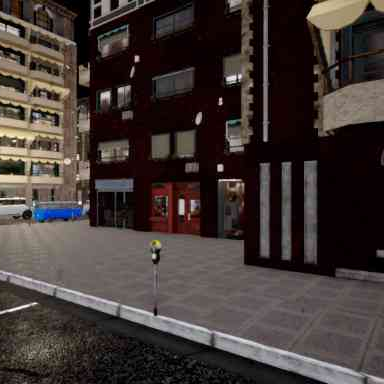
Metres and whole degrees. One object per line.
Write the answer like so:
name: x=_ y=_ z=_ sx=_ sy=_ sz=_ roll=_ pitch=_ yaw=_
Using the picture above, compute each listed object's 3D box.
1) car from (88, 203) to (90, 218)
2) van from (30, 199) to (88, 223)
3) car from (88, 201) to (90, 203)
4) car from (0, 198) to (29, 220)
car: x=-8.306 y=2.037 z=33.083 sx=1.947 sy=1.339 sz=4.313 roll=-1 pitch=-2 yaw=35
van: x=-11.375 y=1.706 z=28.473 sx=1.690 sy=1.788 sz=3.998 roll=-1 pitch=-2 yaw=35
car: x=-10.503 y=2.109 z=39.899 sx=1.994 sy=1.385 sz=4.181 roll=0 pitch=-1 yaw=36
car: x=-17.156 y=1.546 z=30.576 sx=2.150 sy=2.045 sz=5.566 roll=0 pitch=-1 yaw=34
